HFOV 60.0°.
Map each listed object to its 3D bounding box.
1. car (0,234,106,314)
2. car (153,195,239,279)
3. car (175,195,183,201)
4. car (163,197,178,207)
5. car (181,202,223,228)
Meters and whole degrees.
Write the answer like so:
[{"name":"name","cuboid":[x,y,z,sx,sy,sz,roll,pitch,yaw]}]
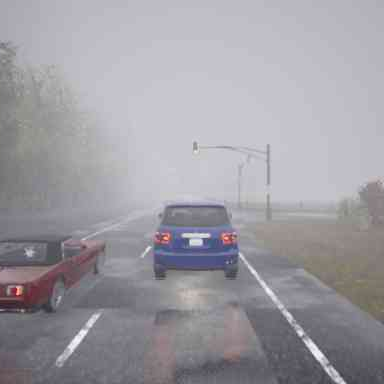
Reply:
[{"name":"car","cuboid":[-3.399,1.617,7.570,1.895,1.301,4.718,0,0,0]},{"name":"car","cuboid":[0.100,1.243,10.272,2.150,2.045,5.566,0,0,0]},{"name":"car","cuboid":[-3.476,1.686,90.055,2.128,1.511,4.902,0,0,0]},{"name":"car","cuboid":[-3.386,1.593,53.100,2.128,1.511,4.902,0,0,0]},{"name":"car","cuboid":[0.828,1.540,23.591,2.128,1.511,4.902,0,0,12]}]
